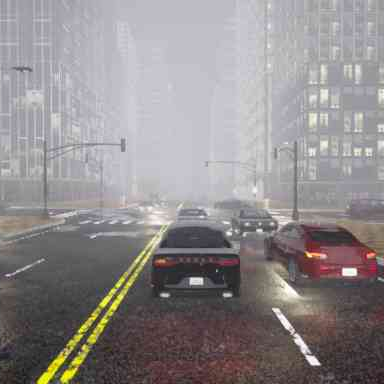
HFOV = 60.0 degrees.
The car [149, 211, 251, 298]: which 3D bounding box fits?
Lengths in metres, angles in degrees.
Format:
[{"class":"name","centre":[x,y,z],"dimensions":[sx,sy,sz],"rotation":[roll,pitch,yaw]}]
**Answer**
[{"class":"car","centre":[0.065,1.473,8.541],"dimensions":[1.882,1.535,5.008],"rotation":[0,0,0]}]

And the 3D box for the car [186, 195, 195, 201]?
[{"class":"car","centre":[-0.288,1.423,80.946],"dimensions":[1.837,1.490,4.892],"rotation":[0,0,0]}]

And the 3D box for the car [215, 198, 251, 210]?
[{"class":"car","centre":[4.677,1.448,38.788],"dimensions":[2.128,1.511,4.902],"rotation":[0,1,-39]}]

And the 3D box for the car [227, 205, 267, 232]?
[{"class":"car","centre":[3.284,1.590,18.426],"dimensions":[1.895,1.301,4.718],"rotation":[0,0,0]}]

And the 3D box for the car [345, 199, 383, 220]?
[{"class":"car","centre":[16.097,1.518,29.172],"dimensions":[5.009,1.841,2.192],"rotation":[1,0,1]}]

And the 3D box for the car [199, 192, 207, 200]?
[{"class":"car","centre":[2.929,1.132,90.364],"dimensions":[2.150,2.045,5.566],"rotation":[0,0,0]}]

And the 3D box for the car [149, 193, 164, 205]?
[{"class":"car","centre":[-6.788,1.173,59.666],"dimensions":[2.150,2.045,5.566],"rotation":[0,0,0]}]

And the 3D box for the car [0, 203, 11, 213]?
[{"class":"car","centre":[-20.096,1.363,32.229],"dimensions":[4.674,1.442,1.812],"rotation":[1,1,1]}]

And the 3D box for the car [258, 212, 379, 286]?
[{"class":"car","centre":[3.317,1.521,9.307],"dimensions":[1.812,1.442,4.674],"rotation":[0,0,0]}]

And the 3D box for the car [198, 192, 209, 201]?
[{"class":"car","centre":[2.965,1.448,80.141],"dimensions":[1.812,1.442,4.674],"rotation":[0,0,0]}]

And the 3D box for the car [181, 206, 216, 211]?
[{"class":"car","centre":[0.033,1.537,18.362],"dimensions":[2.033,1.411,5.357],"rotation":[0,0,0]}]

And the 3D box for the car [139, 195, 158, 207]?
[{"class":"car","centre":[-6.771,1.526,50.633],"dimensions":[1.994,1.385,4.181],"rotation":[0,0,0]}]
